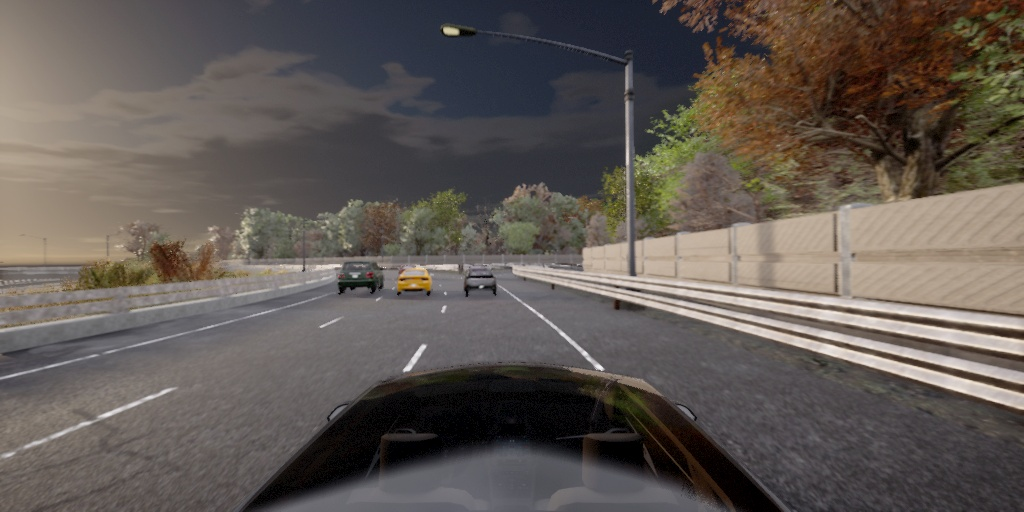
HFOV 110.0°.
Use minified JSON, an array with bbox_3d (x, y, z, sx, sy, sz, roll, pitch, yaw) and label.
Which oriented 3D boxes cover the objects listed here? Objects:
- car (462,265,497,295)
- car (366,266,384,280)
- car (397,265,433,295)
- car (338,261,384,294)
[{"bbox_3d":[-1.967,1.508,21.900,2.128,1.511,4.902,0,-1,-7],"label":"car"},{"bbox_3d":[-16.193,1.925,42.291,1.812,1.442,4.674,0,-1,-24],"label":"car"},{"bbox_3d":[-6.051,1.541,22.626,1.882,1.535,5.008,0,-1,-12],"label":"car"},{"bbox_3d":[-9.885,1.334,23.758,2.150,2.045,5.566,0,-1,-13],"label":"car"}]
